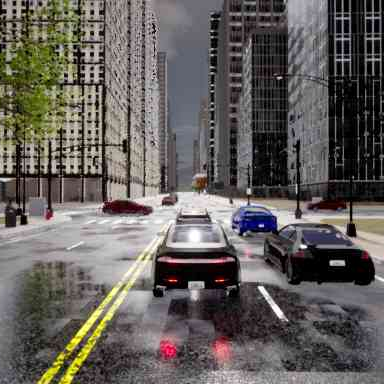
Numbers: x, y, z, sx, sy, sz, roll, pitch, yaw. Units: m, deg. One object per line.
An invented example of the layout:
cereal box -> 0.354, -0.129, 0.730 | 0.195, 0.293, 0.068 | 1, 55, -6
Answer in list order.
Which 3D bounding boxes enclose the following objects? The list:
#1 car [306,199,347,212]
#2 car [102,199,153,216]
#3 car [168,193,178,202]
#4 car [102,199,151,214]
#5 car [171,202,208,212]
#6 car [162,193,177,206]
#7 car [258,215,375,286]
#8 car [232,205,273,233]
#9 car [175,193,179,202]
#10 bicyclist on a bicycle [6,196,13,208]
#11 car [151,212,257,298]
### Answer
car -> 16.133, 1.619, 40.022 | 4.674, 1.442, 1.812 | 0, -1, 1
car -> -5.948, 1.497, 31.013 | 4.674, 1.442, 1.812 | 0, 0, 4
car -> -4.260, 1.185, 76.497 | 2.150, 2.045, 5.566 | 0, 0, -1
car -> -6.722, 1.504, 34.314 | 4.674, 1.442, 1.812 | 0, 0, 3
car -> 0.080, 1.493, 17.949 | 2.128, 1.511, 4.902 | 0, 0, 0
car -> -3.945, 1.458, 54.751 | 1.882, 1.535, 5.008 | 0, 0, -1
car -> 3.325, 1.565, 9.475 | 1.994, 1.385, 4.181 | 0, 0, 2
car -> 3.330, 1.479, 18.469 | 1.882, 1.535, 5.008 | 0, 0, 0
car -> -4.098, 1.518, 65.762 | 2.033, 1.411, 5.357 | 0, 0, -1
bicyclist on a bicycle -> -25.207, 1.398, 45.869 | 0.582, 1.620, 1.656 | 0, -1, 2
car -> 0.090, 1.493, 8.532 | 2.128, 1.511, 4.902 | 0, 0, 0
